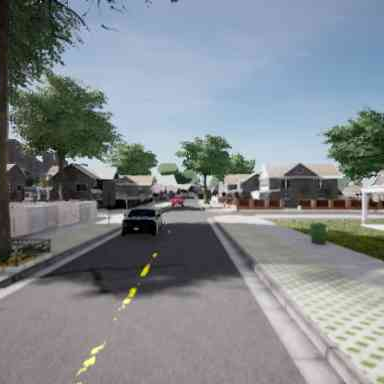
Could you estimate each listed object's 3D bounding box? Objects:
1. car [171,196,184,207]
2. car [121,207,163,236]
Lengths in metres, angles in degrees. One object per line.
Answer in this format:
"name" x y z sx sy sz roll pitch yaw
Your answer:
"car" -2.750 1.757 63.594 2.150 2.045 5.566 0 1 0
"car" -2.829 1.636 19.557 1.882 1.535 5.008 0 0 0
